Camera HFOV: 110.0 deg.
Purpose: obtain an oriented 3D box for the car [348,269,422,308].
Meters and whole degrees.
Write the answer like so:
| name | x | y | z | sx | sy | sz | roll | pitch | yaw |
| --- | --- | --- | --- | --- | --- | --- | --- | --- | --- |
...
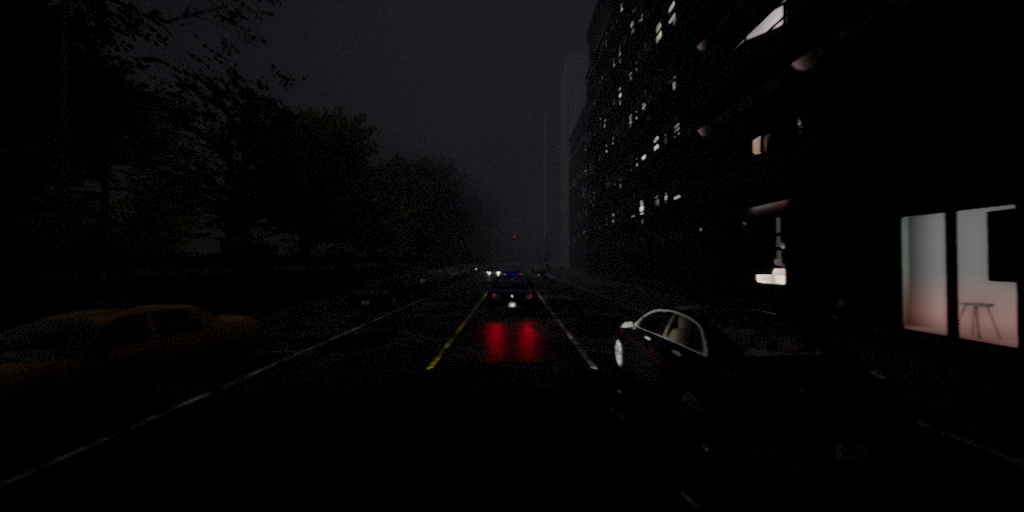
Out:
| name | x | y | z | sx | sy | sz | roll | pitch | yaw |
| --- | --- | --- | --- | --- | --- | --- | --- | --- | --- |
| car | -5.683 | 1.468 | 16.096 | 1.948 | 1.339 | 4.313 | 0 | 0 | 0 |

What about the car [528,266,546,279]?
| name | x | y | z | sx | sy | sz | roll | pitch | yaw |
| --- | --- | --- | --- | --- | --- | --- | --- | --- | --- |
| car | 2.709 | 1.694 | 38.247 | 2.007 | 1.370 | 4.403 | 0 | 0 | 0 |

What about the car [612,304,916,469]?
| name | x | y | z | sx | sy | sz | roll | pitch | yaw |
| --- | --- | --- | --- | --- | --- | --- | --- | --- | --- |
| car | 2.691 | 1.335 | 5.017 | 2.007 | 1.370 | 4.403 | 0 | 0 | 0 |

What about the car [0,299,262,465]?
| name | x | y | z | sx | sy | sz | roll | pitch | yaw |
| --- | --- | --- | --- | --- | --- | --- | --- | --- | --- |
| car | -5.689 | 1.310 | 4.849 | 1.751 | 1.417 | 4.829 | 0 | 0 | 0 |

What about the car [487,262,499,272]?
| name | x | y | z | sx | sy | sz | roll | pitch | yaw |
| --- | --- | --- | --- | --- | --- | --- | --- | --- | --- |
| car | -2.986 | 1.898 | 60.411 | 1.837 | 1.490 | 4.892 | 0 | -1 | 0 |

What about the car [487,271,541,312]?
| name | x | y | z | sx | sy | sz | roll | pitch | yaw |
| --- | --- | --- | --- | --- | --- | --- | --- | --- | --- |
| car | 0.024 | 1.493 | 15.112 | 1.895 | 1.301 | 4.718 | 0 | -1 | 0 |

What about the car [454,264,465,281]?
| name | x | y | z | sx | sy | sz | roll | pitch | yaw |
| --- | --- | --- | --- | --- | --- | --- | --- | --- | --- |
| car | -5.674 | 1.608 | 32.541 | 1.751 | 1.417 | 4.829 | 0 | 0 | 0 |

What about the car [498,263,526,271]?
| name | x | y | z | sx | sy | sz | roll | pitch | yaw |
| --- | --- | --- | --- | --- | --- | --- | --- | --- | --- |
| car | 0.039 | 1.586 | 30.749 | 1.812 | 1.442 | 4.674 | 0 | 0 | 0 |

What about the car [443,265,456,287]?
| name | x | y | z | sx | sy | sz | roll | pitch | yaw |
| --- | --- | --- | --- | --- | --- | --- | --- | --- | --- |
| car | -5.676 | 1.604 | 27.173 | 1.802 | 1.307 | 4.207 | 0 | 0 | 0 |

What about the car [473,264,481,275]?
| name | x | y | z | sx | sy | sz | roll | pitch | yaw |
| --- | --- | --- | --- | --- | --- | --- | --- | --- | --- |
| car | -5.742 | 1.816 | 49.324 | 2.007 | 1.370 | 4.403 | 0 | 0 | 0 |

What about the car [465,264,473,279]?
| name | x | y | z | sx | sy | sz | roll | pitch | yaw |
| --- | --- | --- | --- | --- | --- | --- | --- | --- | --- |
| car | -5.671 | 1.583 | 38.250 | 1.967 | 1.591 | 4.097 | 0 | 0 | 0 |

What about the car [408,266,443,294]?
| name | x | y | z | sx | sy | sz | roll | pitch | yaw |
| --- | --- | --- | --- | --- | --- | --- | --- | --- | --- |
| car | -5.680 | 1.402 | 21.634 | 1.967 | 1.591 | 4.097 | 0 | 0 | 0 |
